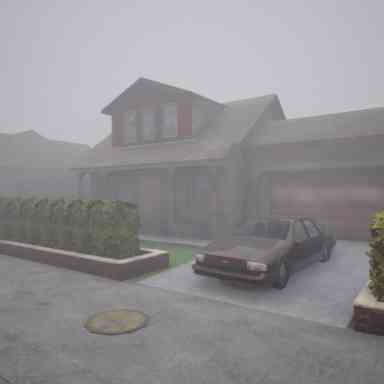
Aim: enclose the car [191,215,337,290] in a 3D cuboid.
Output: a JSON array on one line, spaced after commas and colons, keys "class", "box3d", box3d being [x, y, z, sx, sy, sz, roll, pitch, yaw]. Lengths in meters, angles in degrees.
[{"class": "car", "box3d": [2.279, 1.356, 8.862, 2.033, 1.415, 5.357, 0, 0, 39]}]
